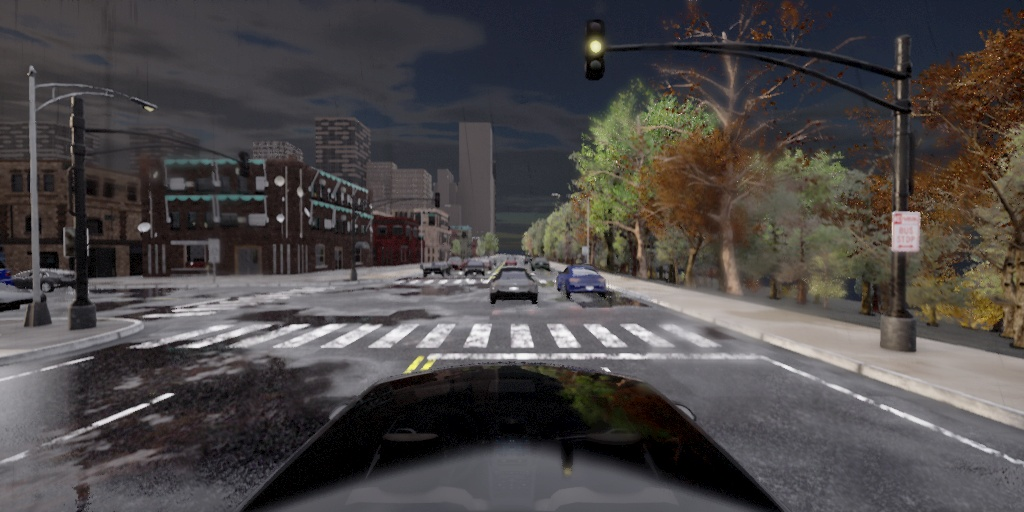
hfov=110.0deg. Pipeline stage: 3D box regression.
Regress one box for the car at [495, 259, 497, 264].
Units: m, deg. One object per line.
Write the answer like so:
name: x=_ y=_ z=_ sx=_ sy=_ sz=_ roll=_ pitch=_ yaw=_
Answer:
car: x=-3.432 y=0.932 z=57.272 sx=2.128 sy=1.511 sz=4.902 roll=0 pitch=0 yaw=0

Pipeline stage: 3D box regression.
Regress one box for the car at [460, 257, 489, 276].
car: x=-3.438 y=1.119 z=33.873 sx=2.033 sy=1.411 sz=5.357 roll=0 pitch=0 yaw=-4

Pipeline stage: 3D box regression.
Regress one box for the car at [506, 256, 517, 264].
car: x=-0.132 y=0.968 z=63.597 sx=1.994 sy=1.385 sz=4.181 roll=0 pitch=0 yaw=0

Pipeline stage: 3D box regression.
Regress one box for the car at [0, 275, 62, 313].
car: x=-19.971 y=1.505 z=13.141 sx=4.313 sy=1.339 sz=1.948 roll=0 pitch=0 yaw=0

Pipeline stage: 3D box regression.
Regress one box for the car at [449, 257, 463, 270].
car: x=-6.671 y=0.876 z=42.314 sx=2.097 sy=1.767 sz=4.553 roll=0 pitch=0 yaw=0

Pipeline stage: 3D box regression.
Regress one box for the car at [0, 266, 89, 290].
car: x=-28.321 y=1.455 z=21.636 sx=4.403 sy=1.370 sz=2.007 roll=0 pitch=0 yaw=0

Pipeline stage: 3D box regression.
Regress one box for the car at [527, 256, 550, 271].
car: x=3.265 y=0.875 z=42.583 sx=2.097 sy=1.767 sz=4.553 roll=0 pitch=0 yaw=0

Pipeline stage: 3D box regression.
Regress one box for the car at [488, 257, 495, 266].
car: x=-3.423 y=1.040 z=44.110 sx=1.812 sy=1.442 sz=4.674 roll=0 pitch=0 yaw=0

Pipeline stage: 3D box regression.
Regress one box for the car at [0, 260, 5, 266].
car: x=-30.289 y=1.188 z=19.022 sx=5.566 sy=2.045 sz=2.150 roll=-1 pitch=1 yaw=-1

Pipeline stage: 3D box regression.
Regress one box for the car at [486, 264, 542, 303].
car: x=0.070 y=1.236 z=16.013 sx=1.994 sy=1.385 sz=4.181 roll=0 pitch=0 yaw=0

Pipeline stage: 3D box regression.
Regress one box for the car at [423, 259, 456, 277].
car: x=-6.670 y=1.181 z=32.484 sx=1.895 sy=1.301 sz=4.718 roll=0 pitch=0 yaw=0

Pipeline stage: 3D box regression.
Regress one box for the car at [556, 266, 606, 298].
car: x=3.318 y=1.189 z=17.629 sx=1.812 sy=1.442 sz=4.674 roll=0 pitch=0 yaw=0
